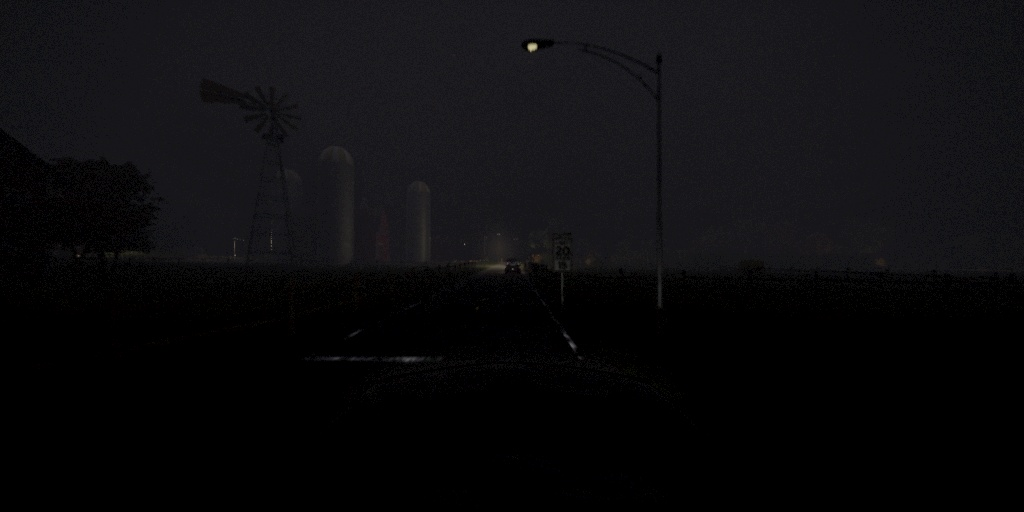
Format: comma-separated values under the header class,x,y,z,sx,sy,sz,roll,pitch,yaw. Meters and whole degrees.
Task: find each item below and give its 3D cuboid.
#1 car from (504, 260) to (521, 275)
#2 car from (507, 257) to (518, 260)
class,x,y,z,sx,sy,sz,roll,pitch,yaw
car,0.081,1.503,43.527,1.994,1.385,4.181,0,0,0
car,0.108,1.219,55.569,2.150,2.045,5.566,0,0,1
